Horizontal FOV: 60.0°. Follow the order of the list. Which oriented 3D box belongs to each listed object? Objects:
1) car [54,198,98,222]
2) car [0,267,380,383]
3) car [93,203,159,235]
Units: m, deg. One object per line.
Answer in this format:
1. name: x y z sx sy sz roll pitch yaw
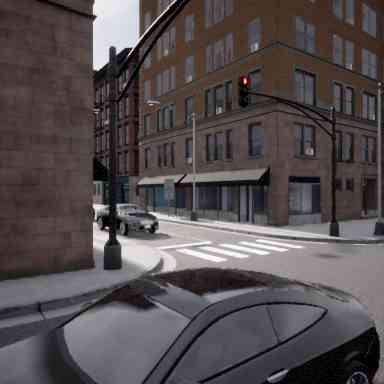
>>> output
1. car: -9.110 1.323 25.863 1.882 1.535 5.008 0 0 -36
2. car: -0.089 1.526 3.003 4.674 1.442 1.812 0 0 -35
3. car: -3.624 1.395 18.153 2.128 1.511 4.902 0 0 -37
